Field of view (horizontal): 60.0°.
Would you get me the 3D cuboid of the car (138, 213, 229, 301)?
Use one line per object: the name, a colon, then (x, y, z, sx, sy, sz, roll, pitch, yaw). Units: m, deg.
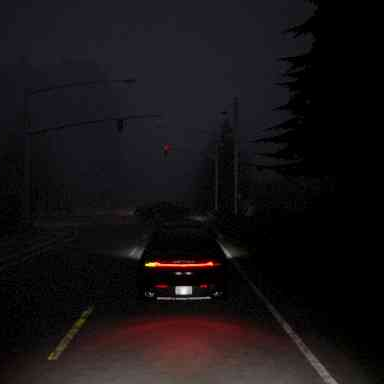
car: (-0.226, 1.511, 8.368, 1.837, 1.490, 4.892, 0, 0, -2)

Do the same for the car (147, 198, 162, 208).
car: (-5.583, 1.638, 50.512, 1.895, 1.301, 4.718, 0, 0, -2)

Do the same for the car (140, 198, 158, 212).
car: (-5.176, 1.556, 40.675, 1.812, 1.442, 4.674, 0, 0, -3)

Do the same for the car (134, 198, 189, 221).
car: (-2.320, 1.494, 26.798, 1.882, 1.535, 5.008, 2, 1, 44)
